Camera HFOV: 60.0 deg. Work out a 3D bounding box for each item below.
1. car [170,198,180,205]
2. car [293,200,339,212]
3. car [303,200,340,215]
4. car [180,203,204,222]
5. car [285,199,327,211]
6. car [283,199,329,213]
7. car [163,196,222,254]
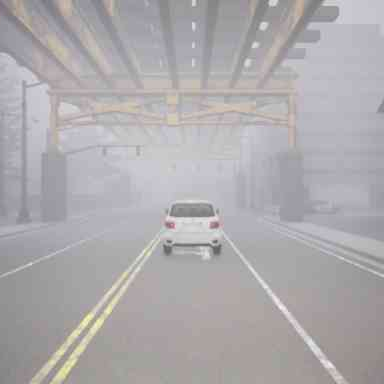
[{"bbox_3d":[-3.458,1.960,69.683,1.895,1.301,4.718,0,0,0],"label":"car"},{"bbox_3d":[13.332,1.496,35.677,4.536,1.218,1.853,0,0,-20],"label":"car"},{"bbox_3d":[13.284,1.653,35.658,4.974,1.542,2.038,0,0,-20],"label":"car"},{"bbox_3d":[0.005,1.734,29.336,1.994,1.385,4.181,0,0,-1],"label":"car"},{"bbox_3d":[13.660,1.516,39.796,4.536,1.218,1.853,0,0,25],"label":"car"},{"bbox_3d":[13.613,1.674,39.817,4.974,1.542,2.038,0,0,25],"label":"car"},{"bbox_3d":[0.010,1.313,14.050,2.150,2.045,5.566,0,0,0],"label":"car"}]
